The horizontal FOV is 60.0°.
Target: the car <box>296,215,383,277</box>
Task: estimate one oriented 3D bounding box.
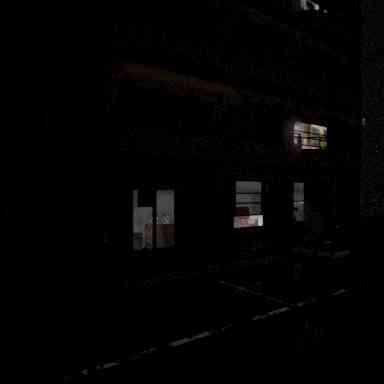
[{"bbox_3d":[5.012,1.582,10.209,4.206,1.307,1.802,0,0,-36],"label":"car"}]

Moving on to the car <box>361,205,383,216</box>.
[{"bbox_3d":[16.791,1.888,32.071,1.895,1.301,4.718,0,-1,-36],"label":"car"}]
